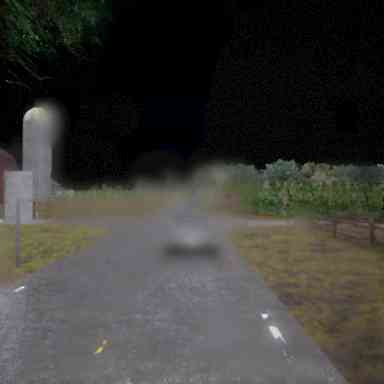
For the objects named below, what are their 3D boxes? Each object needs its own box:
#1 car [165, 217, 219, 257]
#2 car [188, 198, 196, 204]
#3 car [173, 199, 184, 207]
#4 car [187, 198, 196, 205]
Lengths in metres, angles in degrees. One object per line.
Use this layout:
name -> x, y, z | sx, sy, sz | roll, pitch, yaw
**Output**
car -> -0.011, 1.704, 13.515 | 1.994, 1.385, 4.181 | 0, 0, 0
car -> -0.022, 2.187, 84.598 | 1.994, 1.385, 4.181 | 0, -1, 0
car -> -2.774, 2.148, 66.935 | 1.837, 1.490, 4.892 | 0, 0, 0
car -> -0.020, 2.180, 74.174 | 1.882, 1.535, 5.008 | 0, -1, 0
